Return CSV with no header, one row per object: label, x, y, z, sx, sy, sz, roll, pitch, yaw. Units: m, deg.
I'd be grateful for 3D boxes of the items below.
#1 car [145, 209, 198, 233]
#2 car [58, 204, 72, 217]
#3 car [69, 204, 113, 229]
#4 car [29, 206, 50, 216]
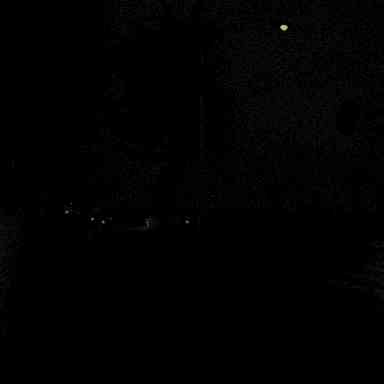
car,-1.425,1.808,21.623,1.994,1.385,4.181,0,-1,-35
car,-15.066,2.251,41.197,2.033,1.411,5.357,0,-1,-35
car,-7.562,1.895,25.274,1.812,1.442,4.674,0,-1,-35
car,-19.581,2.391,42.692,1.895,1.301,4.718,0,-1,-35
